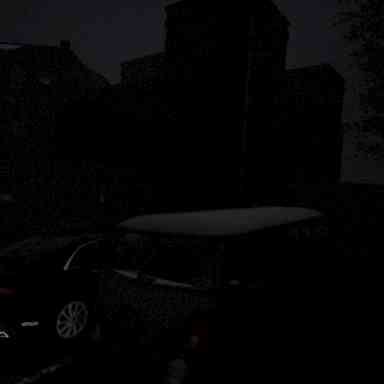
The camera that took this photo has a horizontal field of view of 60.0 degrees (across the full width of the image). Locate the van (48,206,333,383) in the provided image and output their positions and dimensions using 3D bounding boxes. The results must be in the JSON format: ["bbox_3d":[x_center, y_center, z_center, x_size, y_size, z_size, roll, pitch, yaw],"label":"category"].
[{"bbox_3d":[0.598,1.231,4.708,1.878,1.987,4.442,1,1,35],"label":"van"}]

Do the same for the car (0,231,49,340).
[{"bbox_3d":[-1.629,1.405,6.427,2.231,1.521,4.892,2,1,35],"label":"car"}]
